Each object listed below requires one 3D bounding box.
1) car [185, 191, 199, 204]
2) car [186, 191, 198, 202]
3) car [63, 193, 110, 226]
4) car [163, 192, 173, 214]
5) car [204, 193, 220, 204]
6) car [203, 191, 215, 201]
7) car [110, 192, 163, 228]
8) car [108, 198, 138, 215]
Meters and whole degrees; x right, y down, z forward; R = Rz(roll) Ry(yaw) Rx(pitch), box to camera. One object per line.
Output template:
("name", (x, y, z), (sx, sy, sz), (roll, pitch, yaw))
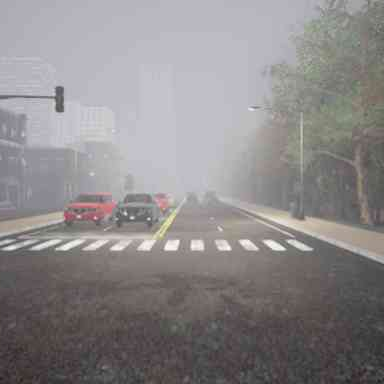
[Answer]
("car", (0.059, 1.107, 52.758), (1.882, 1.535, 5.008), (0, 0, 0))
("car", (-0.049, 0.777, 62.949), (2.150, 2.045, 5.566), (0, 0, 0))
("car", (-6.618, 1.067, 22.205), (2.150, 2.045, 5.566), (0, 0, 0))
("car", (-3.367, 0.998, 31.858), (2.150, 2.045, 5.566), (0, 0, 1))
("car", (3.310, 1.237, 51.725), (1.895, 1.301, 4.718), (0, 0, 0))
("car", (3.201, 0.786, 61.702), (2.150, 2.045, 5.566), (0, 0, 0))
("car", (-3.369, 1.071, 21.458), (2.150, 2.045, 5.566), (0, 0, 0))
("car", (-6.613, 1.338, 32.301), (1.994, 1.385, 4.181), (0, 0, 1))
